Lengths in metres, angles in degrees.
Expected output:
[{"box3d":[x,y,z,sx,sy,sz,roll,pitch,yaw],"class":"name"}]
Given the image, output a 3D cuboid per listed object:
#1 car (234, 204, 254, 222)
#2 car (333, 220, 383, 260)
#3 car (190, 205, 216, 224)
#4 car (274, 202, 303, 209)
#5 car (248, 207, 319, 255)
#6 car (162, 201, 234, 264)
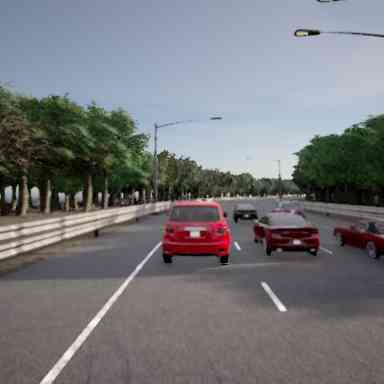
[{"box3d":[4.547,1.748,28.837,1.882,1.535,5.008,0,0,5],"class":"car"},{"box3d":[7.215,1.724,12.953,1.895,1.301,4.718,0,-1,2],"class":"car"},{"box3d":[0.990,1.830,28.261,1.994,1.385,4.181,0,0,4],"class":"car"},{"box3d":[7.973,1.611,27.786,2.097,1.767,4.553,0,-1,4],"class":"car"},{"box3d":[3.765,1.611,14.043,1.882,1.535,5.008,0,0,3],"class":"car"},{"box3d":[0.187,1.344,12.481,2.150,2.045,5.566,0,0,2],"class":"car"}]
